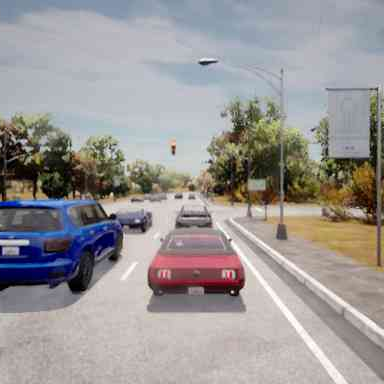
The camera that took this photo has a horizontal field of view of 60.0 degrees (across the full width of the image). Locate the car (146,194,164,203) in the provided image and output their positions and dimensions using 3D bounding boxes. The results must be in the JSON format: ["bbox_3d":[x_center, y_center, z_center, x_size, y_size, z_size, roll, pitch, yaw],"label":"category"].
[{"bbox_3d":[-7.055,1.262,64.002,1.812,1.442,4.674,0,0,1],"label":"car"}]

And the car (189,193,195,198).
[{"bbox_3d":[-0.028,0.966,95.629,1.882,1.535,5.008,0,0,0],"label":"car"}]

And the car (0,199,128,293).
[{"bbox_3d":[-3.403,1.185,8.935,2.150,2.045,5.566,0,0,0],"label":"car"}]

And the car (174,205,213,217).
[{"bbox_3d":[0.095,1.418,17.744,2.128,1.511,4.902,0,0,0],"label":"car"}]

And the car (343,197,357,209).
[{"bbox_3d":[21.149,1.049,41.066,5.566,2.045,2.150,0,0,3],"label":"car"}]

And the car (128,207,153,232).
[{"bbox_3d":[-3.406,1.521,19.381,1.895,1.301,4.718,0,0,0],"label":"car"}]

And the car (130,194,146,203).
[{"bbox_3d":[-10.550,1.337,63.876,1.895,1.301,4.718,0,0,1],"label":"car"}]

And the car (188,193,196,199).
[{"bbox_3d":[-0.025,1.182,85.210,2.033,1.411,5.357,0,0,0],"label":"car"}]

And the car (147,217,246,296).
[{"bbox_3d":[0.100,1.565,8.474,1.895,1.301,4.718,0,0,0],"label":"car"}]

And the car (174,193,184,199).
[{"bbox_3d":[-3.525,1.142,85.209,1.837,1.490,4.892,0,0,0],"label":"car"}]

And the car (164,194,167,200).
[{"bbox_3d":[-7.023,1.150,79.458,1.882,1.535,5.008,0,0,0],"label":"car"}]
